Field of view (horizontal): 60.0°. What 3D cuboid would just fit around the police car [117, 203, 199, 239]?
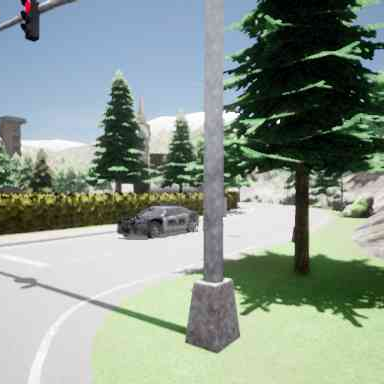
[{"bbox_3d":[-1.649,1.396,17.297,1.930,1.638,5.238,0,0,34],"label":"police car"}]
